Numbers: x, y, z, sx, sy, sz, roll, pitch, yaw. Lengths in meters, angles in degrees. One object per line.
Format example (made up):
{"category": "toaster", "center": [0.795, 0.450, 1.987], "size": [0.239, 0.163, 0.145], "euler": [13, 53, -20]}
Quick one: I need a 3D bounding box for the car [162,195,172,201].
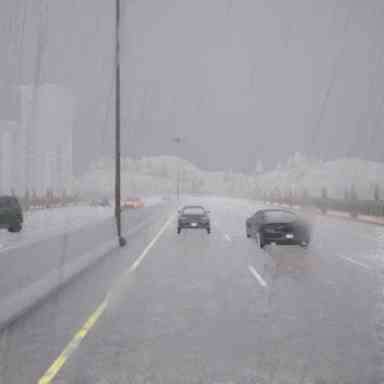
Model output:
{"category": "car", "center": [-5.996, 1.432, 80.345], "size": [1.882, 1.535, 5.008], "euler": [0, 0, 2]}

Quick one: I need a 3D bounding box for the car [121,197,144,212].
{"category": "car", "center": [-7.056, 1.352, 39.514], "size": [2.097, 1.767, 4.553], "euler": [0, 0, 1]}

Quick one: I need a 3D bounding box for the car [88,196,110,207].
{"category": "car", "center": [-13.917, 1.352, 49.973], "size": [2.097, 1.767, 4.553], "euler": [0, 0, 2]}

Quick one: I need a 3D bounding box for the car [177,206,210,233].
{"category": "car", "center": [0.100, 1.526, 19.718], "size": [1.812, 1.442, 4.674], "euler": [0, 0, 0]}

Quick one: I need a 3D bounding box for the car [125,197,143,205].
{"category": "car", "center": [-10.153, 1.547, 58.684], "size": [2.033, 1.411, 5.357], "euler": [0, 0, 2]}

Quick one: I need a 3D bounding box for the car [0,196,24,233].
{"category": "car", "center": [-10.599, 1.221, 16.614], "size": [2.150, 2.045, 5.566], "euler": [0, 0, 0]}

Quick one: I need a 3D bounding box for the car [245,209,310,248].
{"category": "car", "center": [3.600, 1.478, 14.727], "size": [1.882, 1.535, 5.008], "euler": [0, 0, 0]}
